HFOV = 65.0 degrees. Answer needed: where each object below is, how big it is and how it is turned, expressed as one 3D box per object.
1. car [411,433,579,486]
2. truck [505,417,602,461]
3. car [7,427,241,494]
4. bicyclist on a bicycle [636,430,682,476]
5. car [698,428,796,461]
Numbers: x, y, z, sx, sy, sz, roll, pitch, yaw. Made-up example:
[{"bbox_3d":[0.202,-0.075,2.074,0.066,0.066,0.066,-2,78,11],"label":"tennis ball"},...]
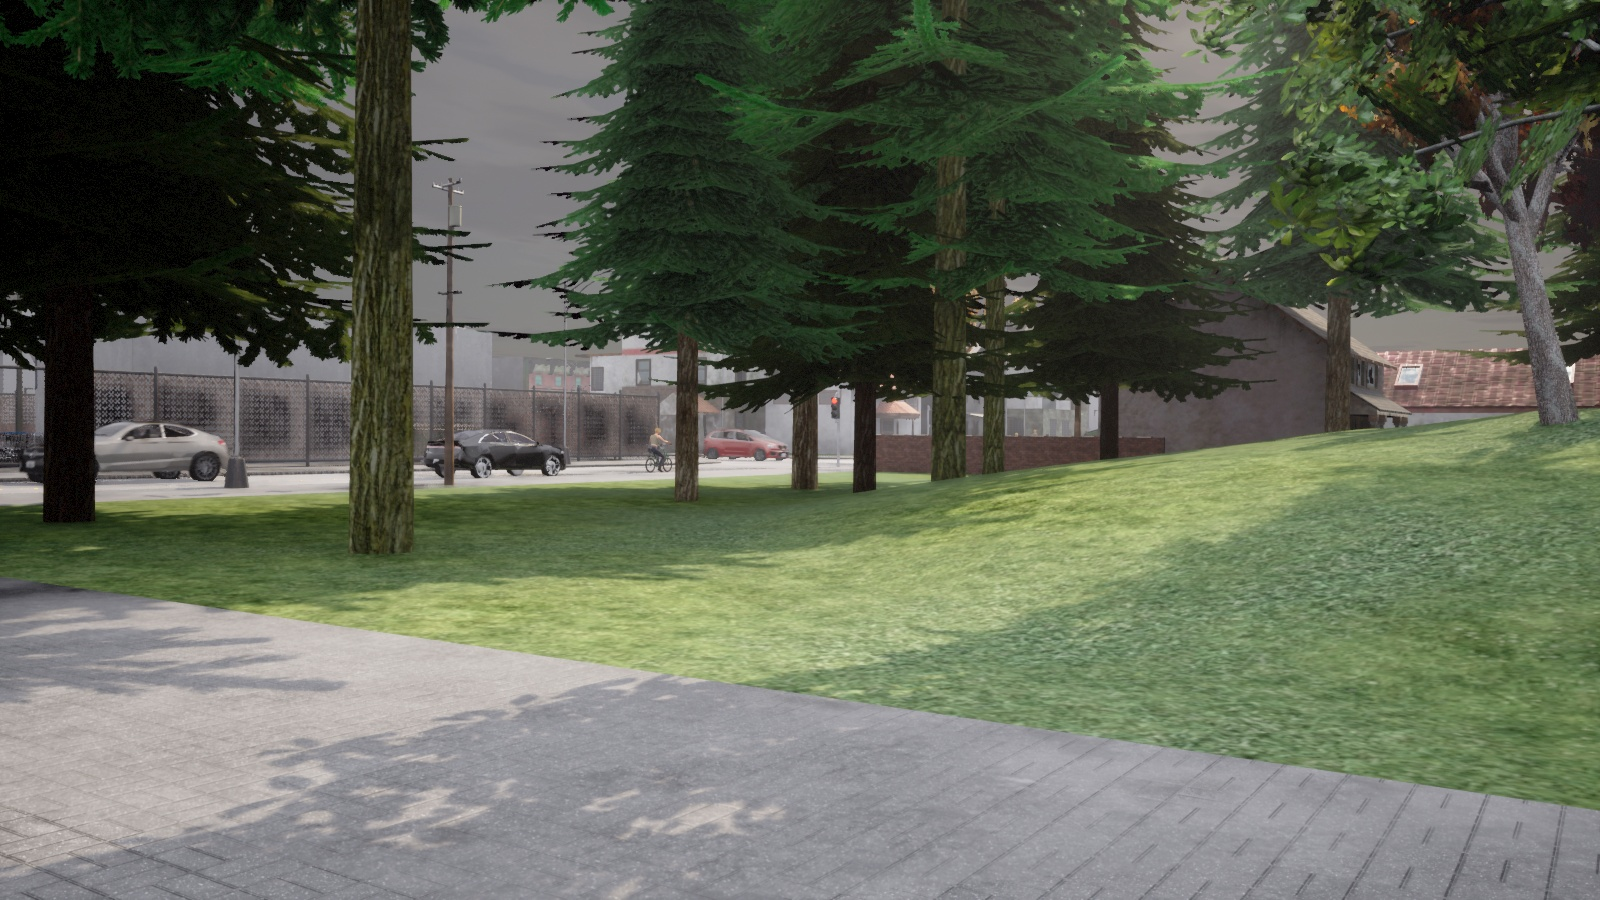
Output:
[{"bbox_3d":[-9.367,0.240,38.970,2.128,1.511,4.902,0,1,34],"label":"car"},{"bbox_3d":[-14.359,-0.624,73.106,5.204,2.467,2.627,0,1,34],"label":"truck"},{"bbox_3d":[-17.849,0.215,33.408,2.152,1.651,5.027,0,1,34],"label":"car"},{"bbox_3d":[-5.094,0.094,45.400,0.866,1.612,1.509,0,1,33],"label":"bicyclist on a bicycle"},{"bbox_3d":[-2.757,-0.294,65.542,4.611,1.667,2.242,0,1,31],"label":"car"}]
